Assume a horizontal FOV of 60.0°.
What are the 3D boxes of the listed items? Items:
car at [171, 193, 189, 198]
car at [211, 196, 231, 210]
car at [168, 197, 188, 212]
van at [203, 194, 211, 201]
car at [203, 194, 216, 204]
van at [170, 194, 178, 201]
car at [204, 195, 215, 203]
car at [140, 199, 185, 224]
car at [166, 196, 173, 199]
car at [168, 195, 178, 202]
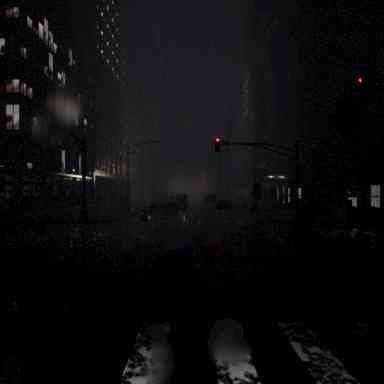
[{"bbox_3d":[-1.678,1.220,53.183,2.150,2.045,5.566,0,0,0],"label":"car"},{"bbox_3d":[3.847,1.574,41.770,1.947,1.339,4.313,0,0,0],"label":"car"},{"bbox_3d":[-1.595,1.611,38.337,1.895,1.301,4.718,0,0,0],"label":"car"},{"bbox_3d":[3.560,1.311,80.461,1.690,1.788,3.998,0,0,0],"label":"van"},{"bbox_3d":[3.662,1.305,63.878,2.192,1.841,5.009,0,0,0],"label":"car"},{"bbox_3d":[-4.320,1.311,80.413,1.690,1.788,3.998,0,0,0],"label":"van"},{"bbox_3d":[3.628,1.424,69.407,1.967,1.590,4.097,0,0,0],"label":"car"},{"bbox_3d":[-2.362,1.509,25.023,2.128,1.511,4.902,0,0,12],"label":"car"},{"bbox_3d":[-4.117,1.587,47.248,1.802,1.307,4.206,0,0,0],"label":"car"},{"bbox_3d":[-4.286,1.417,74.886,1.967,1.590,4.097,0,0,0],"label":"car"}]
